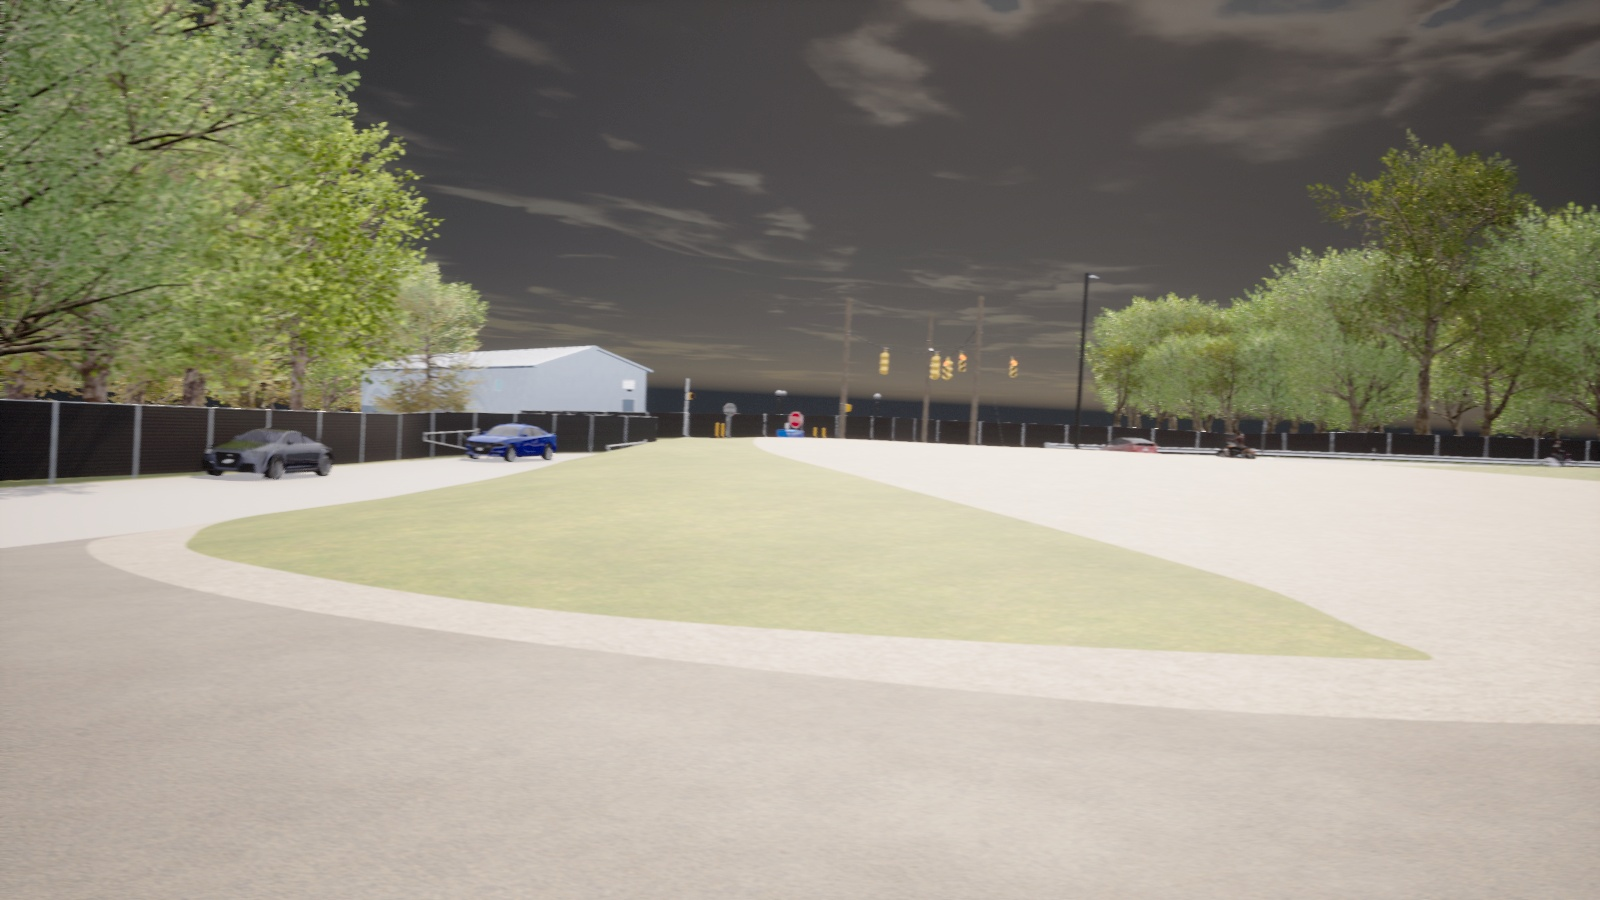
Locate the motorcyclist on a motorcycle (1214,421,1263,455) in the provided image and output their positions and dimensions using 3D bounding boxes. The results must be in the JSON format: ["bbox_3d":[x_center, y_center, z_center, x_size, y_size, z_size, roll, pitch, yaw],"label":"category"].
[{"bbox_3d":[21.583,-0.588,61.832,0.766,1.649,2.350,0,0,-31],"label":"motorcyclist on a motorcycle"}]

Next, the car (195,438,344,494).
[{"bbox_3d":[-15.339,0.419,36.565,1.994,1.385,4.181,2,2,10],"label":"car"}]

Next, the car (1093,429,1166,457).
[{"bbox_3d":[18.398,-0.376,70.241,2.007,1.525,4.514,1,0,-14],"label":"car"}]

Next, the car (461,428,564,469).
[{"bbox_3d":[-11.954,-0.093,52.609,1.882,1.535,5.008,3,2,17],"label":"car"}]
